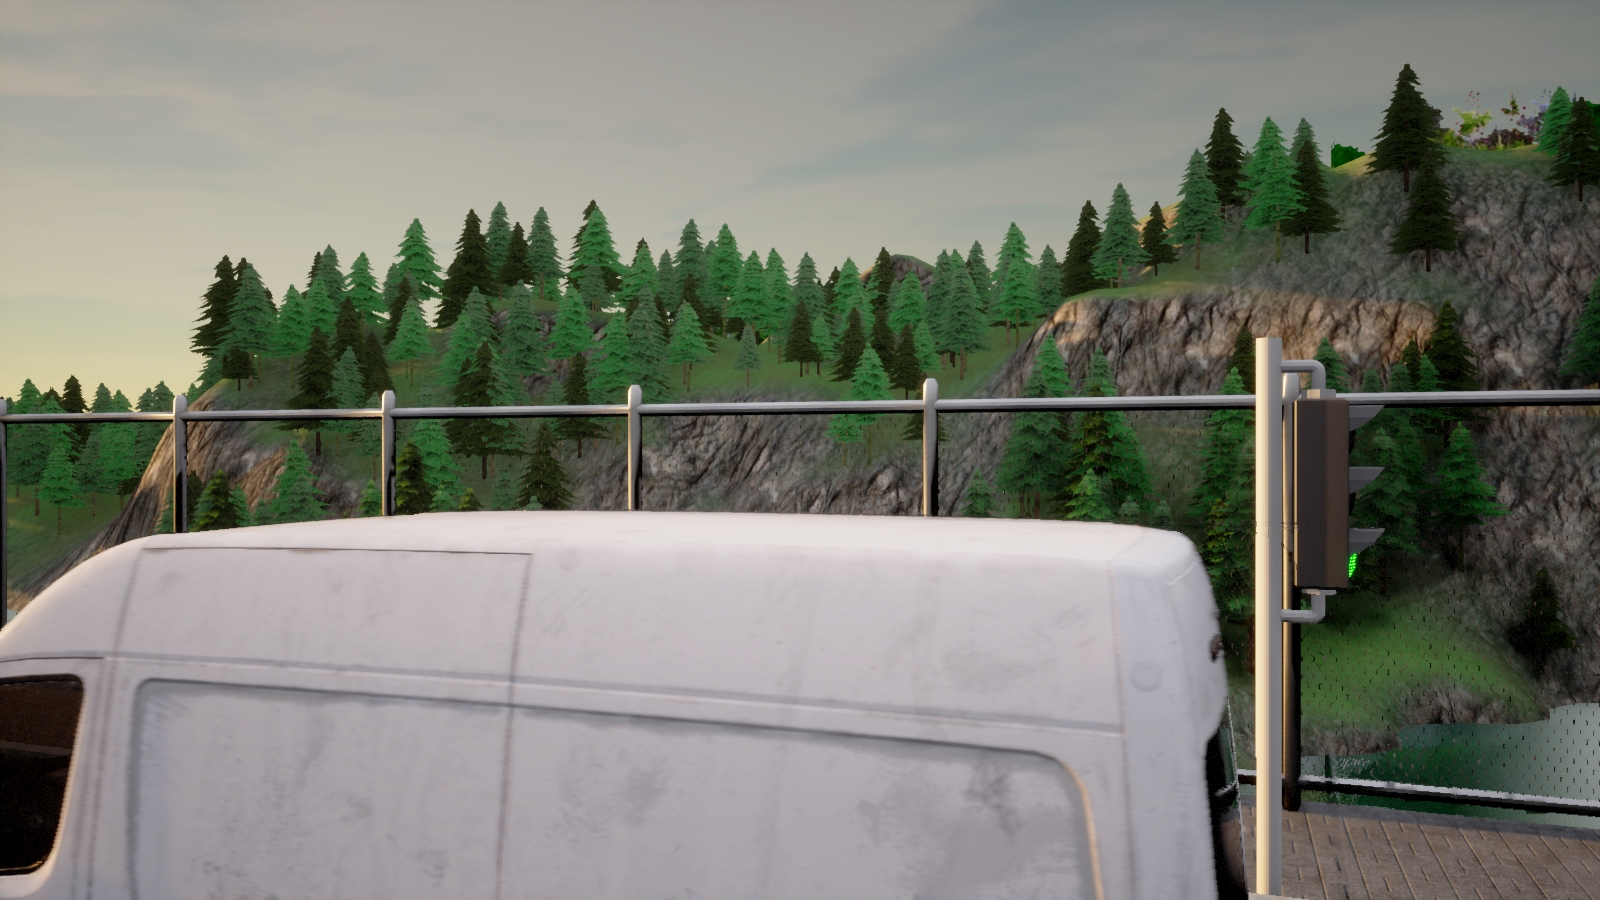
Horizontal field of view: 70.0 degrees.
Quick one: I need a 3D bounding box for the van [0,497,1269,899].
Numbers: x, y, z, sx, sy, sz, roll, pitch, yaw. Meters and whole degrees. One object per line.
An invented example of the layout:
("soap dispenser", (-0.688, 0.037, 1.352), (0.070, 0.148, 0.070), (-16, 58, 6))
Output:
("van", (-1.450, 1.536, 4.355), (5.915, 2.561, 1.988), (0, 0, 20))
